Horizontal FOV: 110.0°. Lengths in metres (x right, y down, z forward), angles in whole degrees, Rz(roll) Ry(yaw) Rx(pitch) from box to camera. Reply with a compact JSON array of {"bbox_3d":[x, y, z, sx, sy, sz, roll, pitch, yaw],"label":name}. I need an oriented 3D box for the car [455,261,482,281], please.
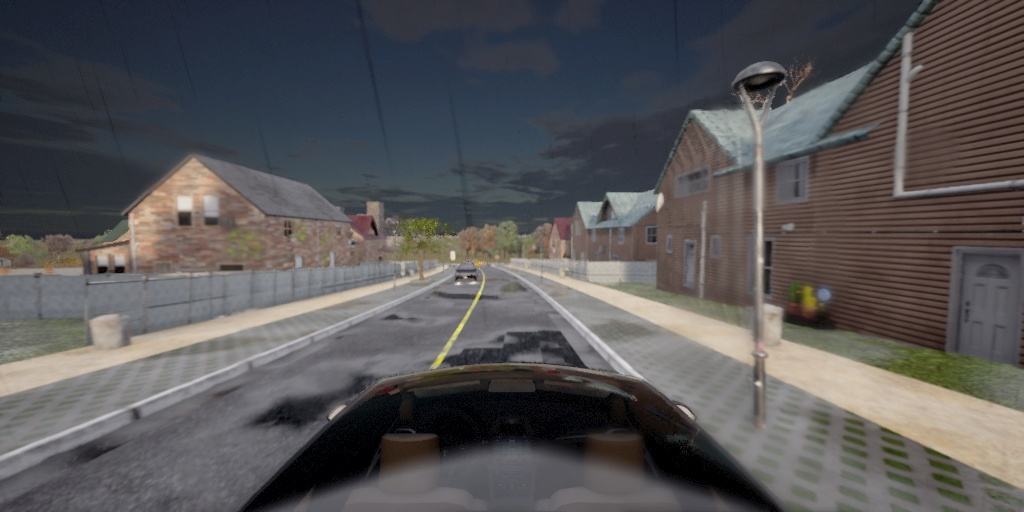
[{"bbox_3d":[-3.964,1.387,31.804,2.033,1.411,5.357,0,0,-4],"label":"car"}]
